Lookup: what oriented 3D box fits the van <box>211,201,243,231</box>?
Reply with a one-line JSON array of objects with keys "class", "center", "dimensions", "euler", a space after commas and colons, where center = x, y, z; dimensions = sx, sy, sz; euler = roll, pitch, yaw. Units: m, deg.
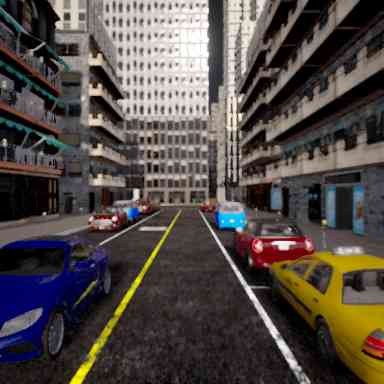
[{"class": "van", "center": [2.416, 1.547, 22.107], "dimensions": [1.690, 1.788, 3.998], "euler": [-1, -1, 0]}]

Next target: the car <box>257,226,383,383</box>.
[{"class": "car", "center": [2.527, 1.576, 5.629], "dimensions": [1.752, 1.417, 4.829], "euler": [-1, -1, 0]}]

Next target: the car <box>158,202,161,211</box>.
[{"class": "car", "center": [-5.607, 1.993, 44.229], "dimensions": [1.947, 1.339, 4.313], "euler": [-1, -1, 0]}]

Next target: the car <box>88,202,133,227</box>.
[{"class": "car", "center": [-5.463, 1.660, 22.035], "dimensions": [1.967, 1.590, 4.097], "euler": [-1, -1, 0]}]

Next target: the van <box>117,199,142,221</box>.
[{"class": "van", "center": [-5.500, 1.613, 27.584], "dimensions": [1.690, 1.788, 3.998], "euler": [-1, -1, 0]}]

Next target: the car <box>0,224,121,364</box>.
[{"class": "car", "center": [-2.780, 1.591, 6.151], "dimensions": [1.812, 1.442, 4.674], "euler": [0, -1, 0]}]

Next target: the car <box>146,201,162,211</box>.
[{"class": "car", "center": [-5.644, 2.023, 49.778], "dimensions": [1.887, 1.381, 4.507], "euler": [-1, -1, 0]}]

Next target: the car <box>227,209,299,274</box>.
[{"class": "car", "center": [2.490, 1.542, 11.009], "dimensions": [1.967, 1.590, 4.097], "euler": [-1, -1, 0]}]

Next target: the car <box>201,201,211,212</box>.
[{"class": "car", "center": [2.273, 1.958, 44.300], "dimensions": [1.887, 1.381, 4.507], "euler": [-1, -1, 0]}]

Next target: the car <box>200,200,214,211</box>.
[{"class": "car", "center": [2.235, 1.992, 50.019], "dimensions": [1.752, 1.417, 4.829], "euler": [-1, -1, 0]}]

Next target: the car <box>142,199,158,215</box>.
[{"class": "car", "center": [-5.574, 1.690, 38.682], "dimensions": [2.192, 1.841, 5.009], "euler": [-1, -1, 0]}]
